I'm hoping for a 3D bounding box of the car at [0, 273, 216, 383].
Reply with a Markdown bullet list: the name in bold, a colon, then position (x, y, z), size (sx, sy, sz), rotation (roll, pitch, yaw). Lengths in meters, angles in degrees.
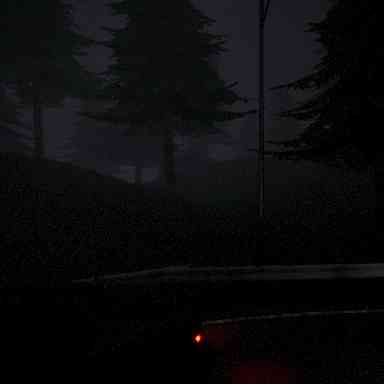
- **car**: position (-2.387, 1.547, 2.870), size (5.357, 1.411, 2.033), rotation (0, 0, -31)
